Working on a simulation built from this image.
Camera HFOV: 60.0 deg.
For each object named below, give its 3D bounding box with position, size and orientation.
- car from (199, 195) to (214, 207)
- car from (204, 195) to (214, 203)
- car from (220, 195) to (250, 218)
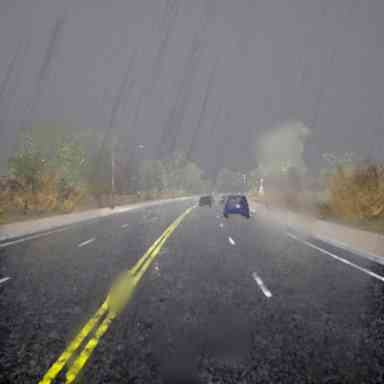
[{"bbox_3d":[2.101,1.452,51.691,1.837,1.490,4.892,0,0,4],"label":"car"},{"bbox_3d":[3.548,1.399,69.597,1.837,1.490,4.892,0,0,6],"label":"car"},{"bbox_3d":[3.974,1.321,30.517,2.150,2.045,5.566,0,0,3],"label":"car"}]
